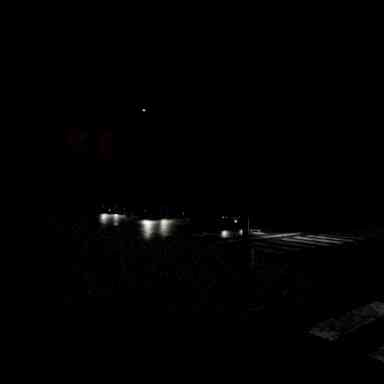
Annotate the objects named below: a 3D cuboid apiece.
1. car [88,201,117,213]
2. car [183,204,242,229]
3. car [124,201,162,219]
[{"bbox_3d":[-10.451,1.740,38.888,1.895,1.301,4.718,0,0,-36],"label":"car"},{"bbox_3d":[1.272,1.553,22.542,2.128,1.511,4.902,0,0,-36],"label":"car"},{"bbox_3d":[-4.550,1.578,30.652,1.882,1.535,5.008,0,0,-35],"label":"car"}]
